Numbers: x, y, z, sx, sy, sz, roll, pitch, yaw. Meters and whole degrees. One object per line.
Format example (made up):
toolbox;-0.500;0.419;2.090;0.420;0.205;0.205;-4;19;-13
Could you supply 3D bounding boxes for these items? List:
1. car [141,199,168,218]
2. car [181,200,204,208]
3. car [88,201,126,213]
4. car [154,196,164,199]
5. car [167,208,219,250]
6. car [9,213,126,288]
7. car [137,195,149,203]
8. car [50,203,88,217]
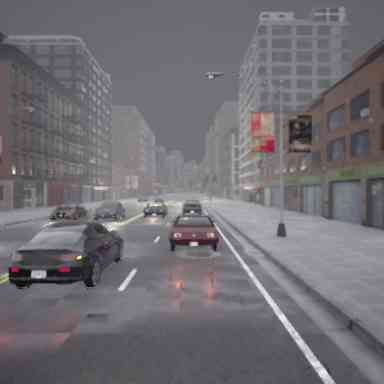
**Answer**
car;-3.210;1.610;30.473;1.895;1.301;4.718;0;0;0
car;0.028;1.512;32.015;1.837;1.490;4.892;0;0;0
car;-6.651;1.517;27.217;1.837;1.490;4.892;0;0;0
car;-6.647;1.463;67.639;1.882;1.535;5.008;0;0;0
car;0.066;1.605;14.348;1.895;1.301;4.718;0;0;0
car;-3.165;1.531;9.160;1.812;1.442;4.674;0;0;0
car;-9.894;1.491;67.624;1.837;1.490;4.892;0;0;0
car;-9.900;1.578;27.062;1.994;1.385;4.181;0;0;0
